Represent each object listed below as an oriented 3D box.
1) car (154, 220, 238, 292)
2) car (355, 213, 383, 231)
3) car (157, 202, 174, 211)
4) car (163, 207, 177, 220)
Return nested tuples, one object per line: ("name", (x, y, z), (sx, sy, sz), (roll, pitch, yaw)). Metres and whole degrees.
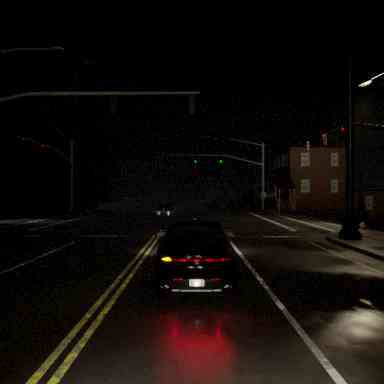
("car", (0.087, 1.510, 8.901), (1.837, 1.490, 4.892), (0, 0, 0))
("car", (15.812, 2.575, 28.805), (4.892, 1.490, 1.837), (9, 0, 0))
("car", (-3.663, 2.073, 45.614), (2.033, 1.411, 5.357), (0, -4, 0))
("car", (-3.675, 3.636, 55.716), (2.033, 1.411, 5.357), (0, -12, 0))
